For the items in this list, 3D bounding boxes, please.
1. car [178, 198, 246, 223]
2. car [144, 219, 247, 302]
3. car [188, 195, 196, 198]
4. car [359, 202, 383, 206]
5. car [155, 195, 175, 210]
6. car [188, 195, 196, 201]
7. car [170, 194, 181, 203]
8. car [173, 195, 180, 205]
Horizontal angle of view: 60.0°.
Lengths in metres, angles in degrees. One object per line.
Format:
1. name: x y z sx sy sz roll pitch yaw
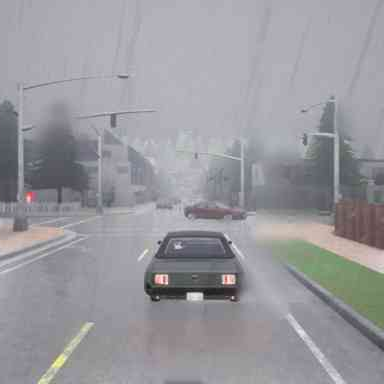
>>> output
1. car: 1.707 1.470 25.718 5.008 1.535 1.882 0 1 32
2. car: 0.070 1.601 8.225 1.895 1.301 4.718 0 0 0
3. car: 0.018 1.595 71.456 1.895 1.301 4.718 0 0 0
4. car: 15.305 1.582 29.288 4.718 1.301 1.895 0 0 -8
5. car: -3.589 1.505 42.978 1.837 1.490 4.892 0 0 0
6. car: 0.017 1.478 81.492 1.882 1.535 5.008 0 0 0
7. car: -3.485 1.355 70.430 2.097 1.767 4.553 0 0 0
8. car: -3.568 1.564 57.026 1.994 1.385 4.181 0 0 0
